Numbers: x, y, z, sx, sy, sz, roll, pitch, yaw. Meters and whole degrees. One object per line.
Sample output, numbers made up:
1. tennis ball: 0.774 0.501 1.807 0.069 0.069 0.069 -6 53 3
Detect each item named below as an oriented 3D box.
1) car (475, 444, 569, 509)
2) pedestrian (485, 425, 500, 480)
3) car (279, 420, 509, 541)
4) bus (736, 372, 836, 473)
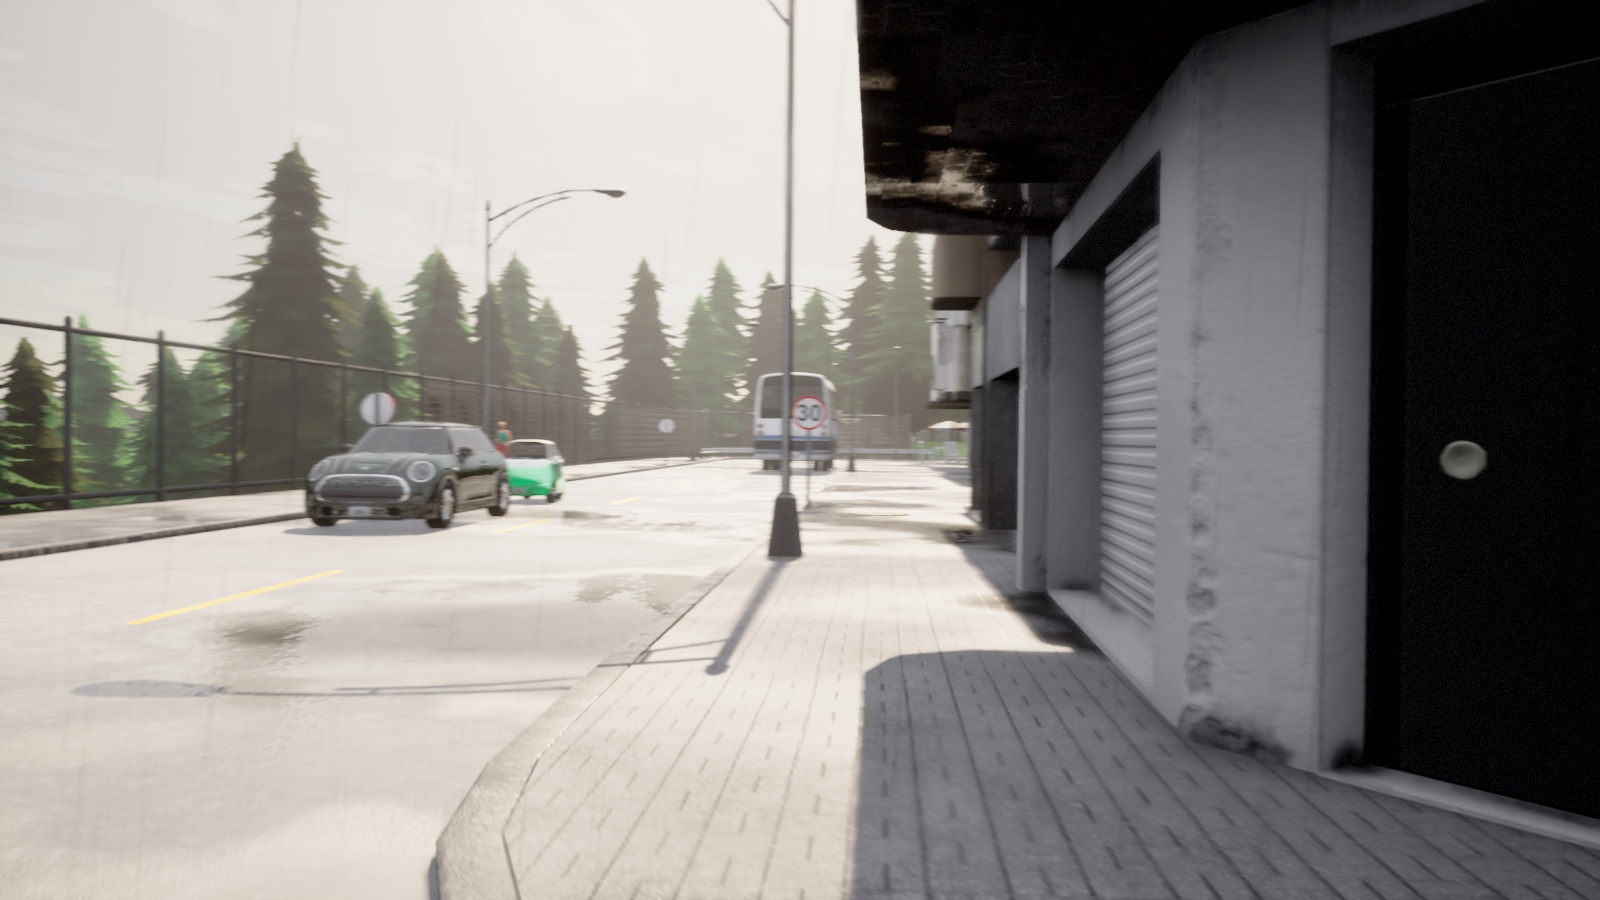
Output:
1. car: -6.109 0.552 27.794 1.481 1.376 2.207 0 0 3
2. pedestrian: -10.451 0.087 42.700 0.345 1.836 0.594 0 1 1
3. car: -6.493 0.428 20.710 2.097 1.767 4.553 0 1 3
4. bus: -0.456 -1.218 58.492 3.944 4.253 10.273 0 1 3
